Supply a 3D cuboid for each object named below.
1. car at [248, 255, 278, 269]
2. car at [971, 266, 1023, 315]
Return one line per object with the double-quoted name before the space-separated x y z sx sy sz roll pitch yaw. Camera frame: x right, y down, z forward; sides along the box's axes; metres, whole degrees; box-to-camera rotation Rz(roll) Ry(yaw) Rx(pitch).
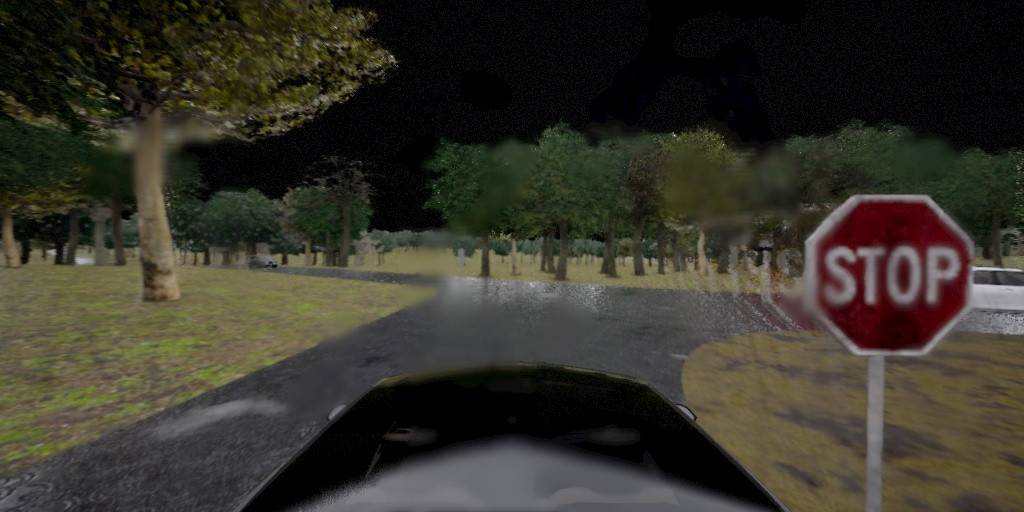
"car" -36.294 0.877 52.237 5.566 2.045 2.150 1 0 35
"car" 18.169 1.409 13.681 5.566 2.045 2.150 0 0 35
